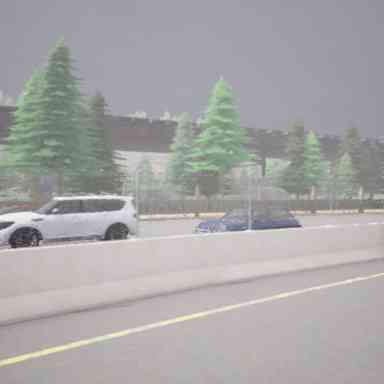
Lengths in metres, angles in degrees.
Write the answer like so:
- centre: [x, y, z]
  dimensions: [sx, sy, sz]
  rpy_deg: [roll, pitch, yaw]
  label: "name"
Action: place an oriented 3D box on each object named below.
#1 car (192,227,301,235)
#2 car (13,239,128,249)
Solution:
- centre: [2.244, 1.344, 13.410]
  dimensions: [4.553, 1.767, 2.097]
  rpy_deg: [0, 0, -29]
  label: "car"
- centre: [-4.780, 1.155, 13.255]
  dimensions: [5.566, 2.045, 2.150]
  rpy_deg: [0, 0, -33]
  label: "car"
